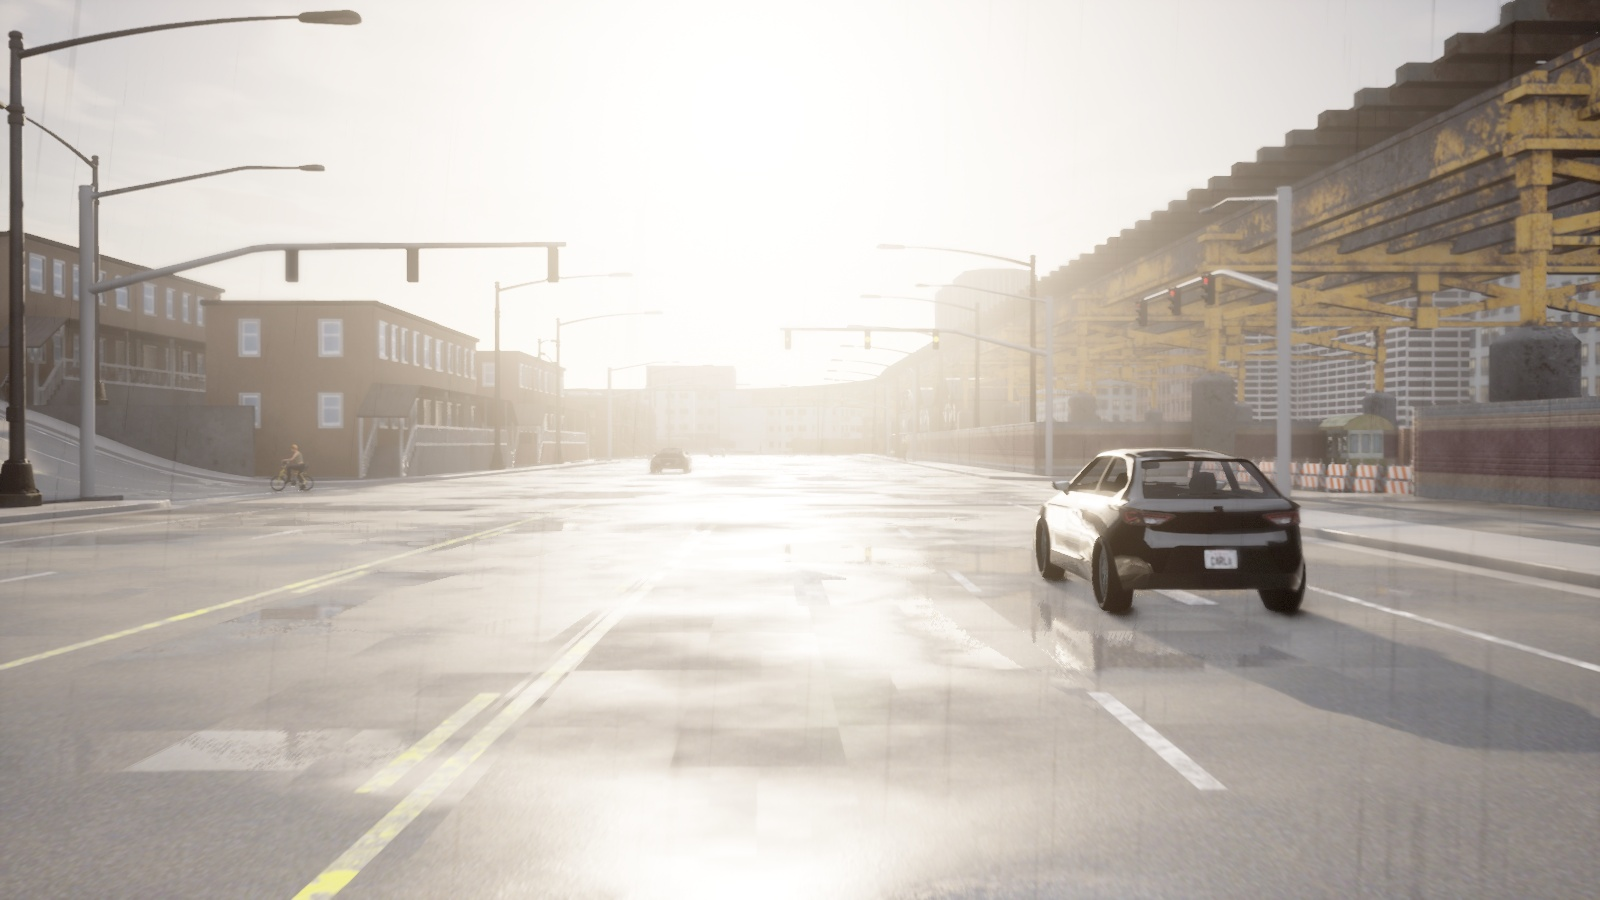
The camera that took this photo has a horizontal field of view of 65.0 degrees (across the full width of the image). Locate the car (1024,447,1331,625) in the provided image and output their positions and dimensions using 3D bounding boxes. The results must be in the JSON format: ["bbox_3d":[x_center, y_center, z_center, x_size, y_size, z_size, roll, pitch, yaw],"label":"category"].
[{"bbox_3d":[3.531,0.713,12.603,1.816,1.474,4.193,0,0,0],"label":"car"}]

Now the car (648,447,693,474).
[{"bbox_3d":[-6.951,0.536,67.963,1.994,1.385,4.181,0,0,0],"label":"car"}]

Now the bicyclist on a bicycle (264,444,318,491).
[{"bbox_3d":[-17.606,0.593,43.460,1.509,1.612,0.866,-1,0,-1],"label":"bicyclist on a bicycle"}]
